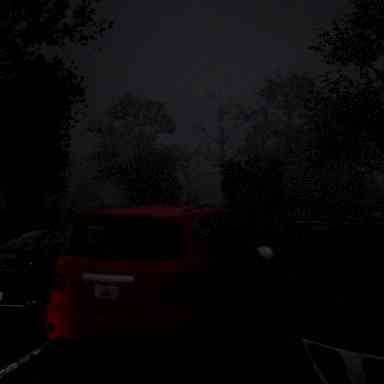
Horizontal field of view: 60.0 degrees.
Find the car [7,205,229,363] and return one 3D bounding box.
[{"bbox_3d":[-0.268,1.260,6.325,2.435,2.045,5.566,0,-1,15],"label":"car"}]

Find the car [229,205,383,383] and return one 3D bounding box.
[{"bbox_3d":[2.158,1.244,4.555,2.435,2.045,5.566,0,-1,15],"label":"car"}]

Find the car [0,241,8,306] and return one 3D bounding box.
[{"bbox_3d":[-2.713,1.527,7.991,2.231,1.521,4.892,0,-1,15],"label":"car"}]
